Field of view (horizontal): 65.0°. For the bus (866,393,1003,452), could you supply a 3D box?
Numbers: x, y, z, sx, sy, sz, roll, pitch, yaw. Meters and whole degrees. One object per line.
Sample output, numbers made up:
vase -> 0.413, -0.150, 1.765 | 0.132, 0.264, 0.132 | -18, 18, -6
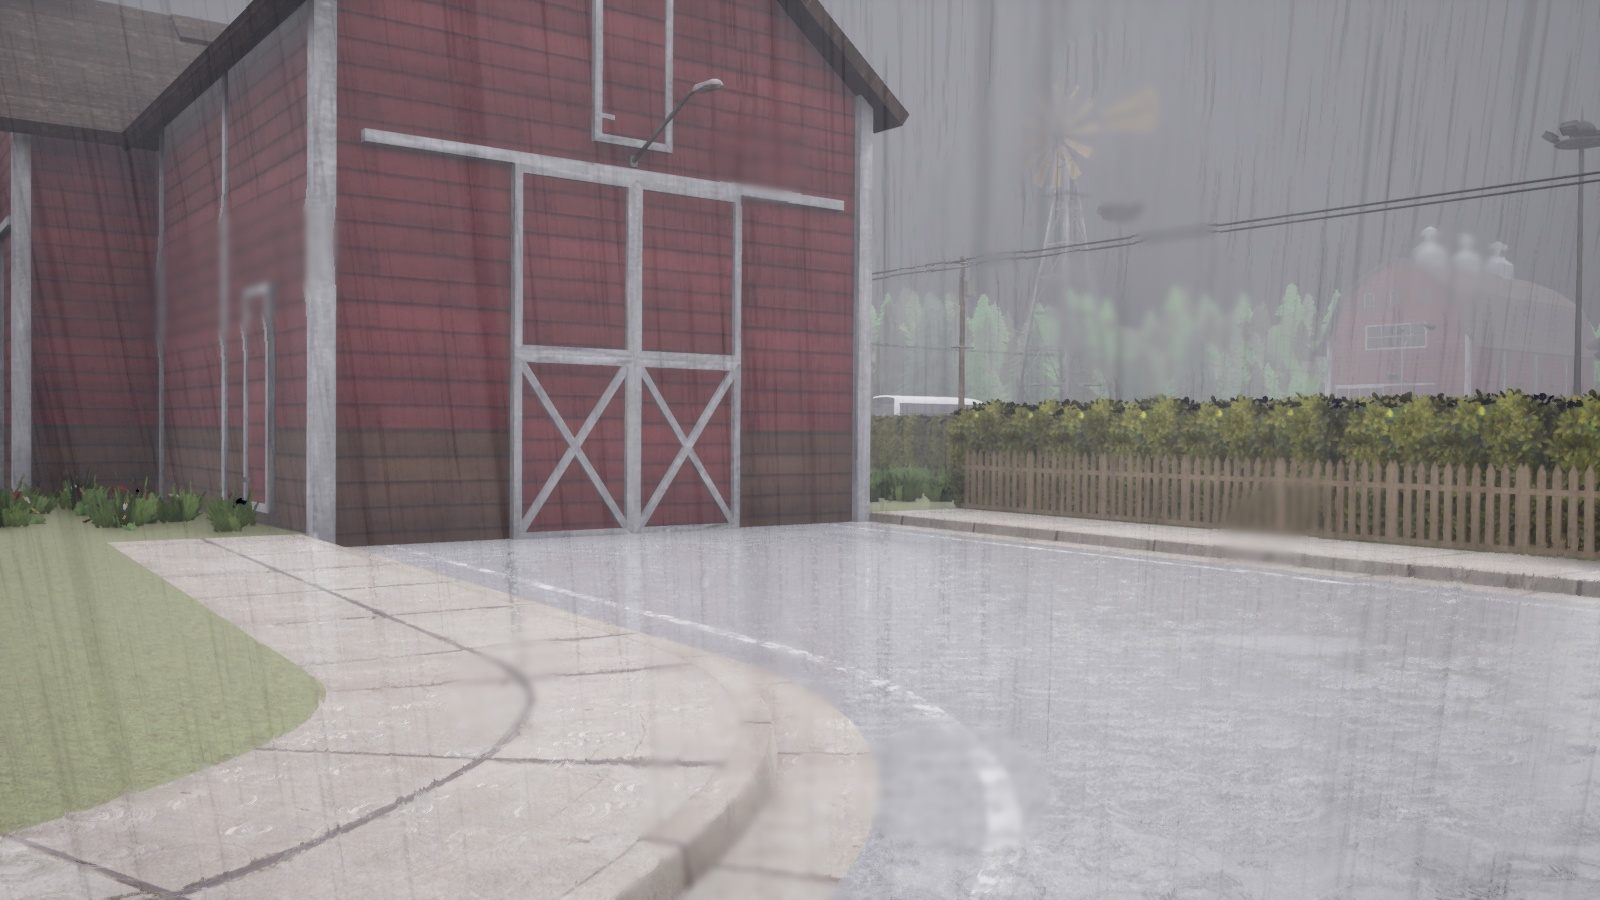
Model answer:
bus -> 10.167, -2.078, 94.175 | 10.273, 4.253, 3.944 | -2, 1, -37
